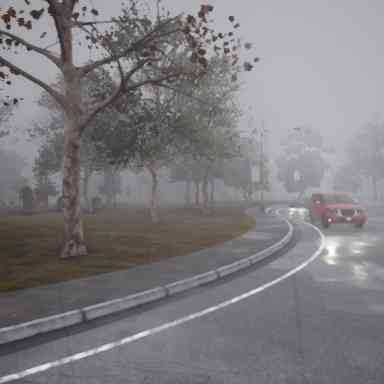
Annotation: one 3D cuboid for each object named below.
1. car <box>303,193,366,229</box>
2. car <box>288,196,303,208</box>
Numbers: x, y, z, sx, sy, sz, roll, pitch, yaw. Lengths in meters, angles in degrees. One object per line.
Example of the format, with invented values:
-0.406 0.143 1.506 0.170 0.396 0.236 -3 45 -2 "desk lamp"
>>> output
8.861 1.078 20.874 2.150 2.045 5.566 0 1 7 "car"
12.946 1.175 39.480 1.994 1.385 4.181 -1 1 34 "car"
